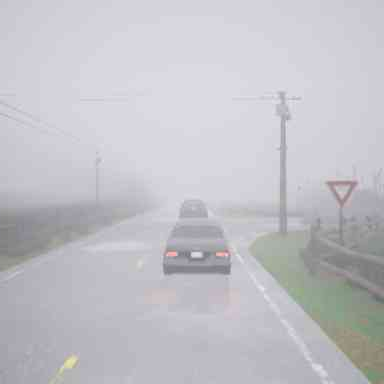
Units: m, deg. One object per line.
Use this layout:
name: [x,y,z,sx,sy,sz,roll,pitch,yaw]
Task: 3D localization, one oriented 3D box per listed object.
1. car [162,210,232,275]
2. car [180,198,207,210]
car: [0.169,1.526,10.351,2.033,1.411,5.357,0,0,1]
car: [0.110,1.294,26.604,2.097,1.767,4.553,0,0,0]
